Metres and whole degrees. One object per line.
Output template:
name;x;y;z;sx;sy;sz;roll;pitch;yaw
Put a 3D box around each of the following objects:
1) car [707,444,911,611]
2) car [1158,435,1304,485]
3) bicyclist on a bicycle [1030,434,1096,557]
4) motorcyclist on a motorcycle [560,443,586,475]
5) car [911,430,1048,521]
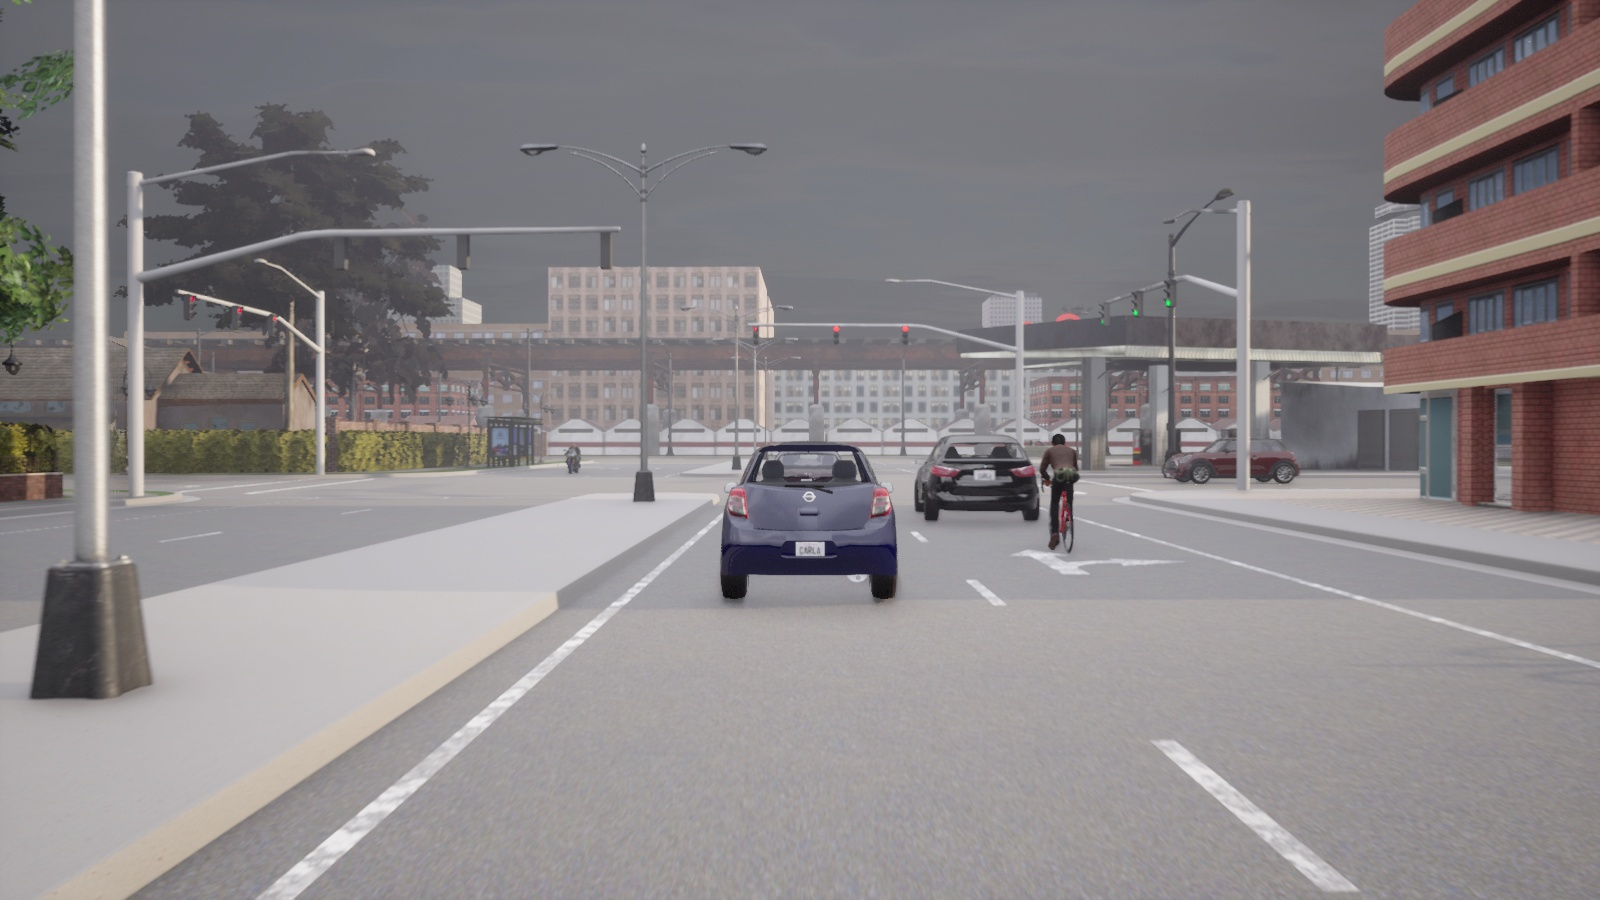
car;0.090;0.686;13.143;1.845;1.501;3.633;0;0;0
car;15.621;0.360;45.664;4.553;1.767;2.097;0;0;-1
bicyclist on a bicycle;3.610;0.604;17.331;0.582;1.620;1.656;0;0;0
motorcyclist on a motorcycle;-11.134;0.425;61.668;0.866;1.530;2.191;0;0;0
car;3.502;0.451;25.350;2.242;1.667;4.611;0;0;2
